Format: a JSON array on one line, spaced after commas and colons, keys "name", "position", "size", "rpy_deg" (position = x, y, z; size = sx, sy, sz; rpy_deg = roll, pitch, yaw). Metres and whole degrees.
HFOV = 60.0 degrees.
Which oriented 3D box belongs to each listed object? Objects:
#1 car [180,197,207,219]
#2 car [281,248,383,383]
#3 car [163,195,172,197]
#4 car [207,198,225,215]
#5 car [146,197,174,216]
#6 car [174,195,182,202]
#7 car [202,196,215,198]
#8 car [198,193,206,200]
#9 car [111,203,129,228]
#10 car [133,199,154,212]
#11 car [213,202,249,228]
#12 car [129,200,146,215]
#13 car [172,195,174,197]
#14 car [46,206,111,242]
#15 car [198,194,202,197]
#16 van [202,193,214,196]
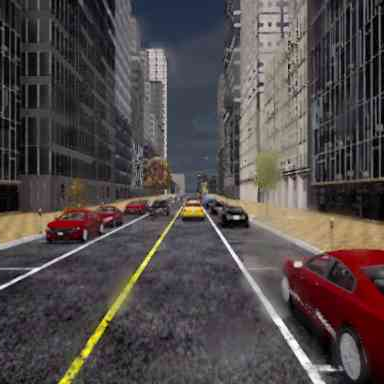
[{"name": "car", "position": [0.106, 1.472, 28.742], "size": [1.801, 1.575, 5.366], "rpy_deg": [0, 0, 0]}, {"name": "car", "position": [2.694, 1.550, 5.201], "size": [1.887, 1.381, 4.507], "rpy_deg": [0, 0, 0]}, {"name": "car", "position": [-5.665, 1.534, 67.659], "size": [1.752, 1.417, 4.829], "rpy_deg": [0, 0, 0]}, {"name": "car", "position": [2.704, 1.583, 33.663], "size": [1.947, 1.339, 4.313], "rpy_deg": [0, 0, 0]}, {"name": "car", "position": [-3.086, 1.522, 32.736], "size": [1.837, 1.490, 4.892], "rpy_deg": [0, 0, 0]}, {"name": "car", "position": [-2.975, 1.397, 75.324], "size": [2.128, 1.511, 4.902], "rpy_deg": [0, 0, 0]}, {"name": "car", "position": [2.708, 1.584, 45.047], "size": [1.947, 1.339, 4.313], "rpy_deg": [0, 0, 0]}, {"name": "car", "position": [2.724, 1.305, 90.585], "size": [2.192, 1.841, 5.009], "rpy_deg": [0, 0, 0]}, {"name": "car", "position": [-5.681, 1.597, 22.289], "size": [1.802, 1.307, 4.206], "rpy_deg": [0, 0, 0]}, {"name": "car", "position": [-5.675, 1.584, 39.366], "size": [1.947, 1.339, 4.313], "rpy_deg": [0, 0, 0]}, {"name": "car", "position": [2.700, 1.580, 22.278], "size": [1.947, 1.339, 4.313], "rpy_deg": [0, 0, 0]}, {"name": "car", "position": [-5.677, 1.562, 33.674], "size": [1.887, 1.381, 4.507], "rpy_deg": [0, 0, 0]}, {"name": "car", "position": [-5.663, 1.556, 73.523], "size": [2.008, 1.369, 4.403], "rpy_deg": [0, 0, 0]}, {"name": "car", "position": [-5.683, 1.557, 16.595], "size": [1.887, 1.381, 4.507], "rpy_deg": [0, 0, 0]}, {"name": "car", "position": [0.059, 1.495, 45.710], "size": [1.882, 1.535, 5.008], "rpy_deg": [0, 0, 0]}, {"name": "van", "position": [2.710, 1.358, 50.741], "size": [1.690, 1.788, 3.998], "rpy_deg": [0, 0, 0]}]
